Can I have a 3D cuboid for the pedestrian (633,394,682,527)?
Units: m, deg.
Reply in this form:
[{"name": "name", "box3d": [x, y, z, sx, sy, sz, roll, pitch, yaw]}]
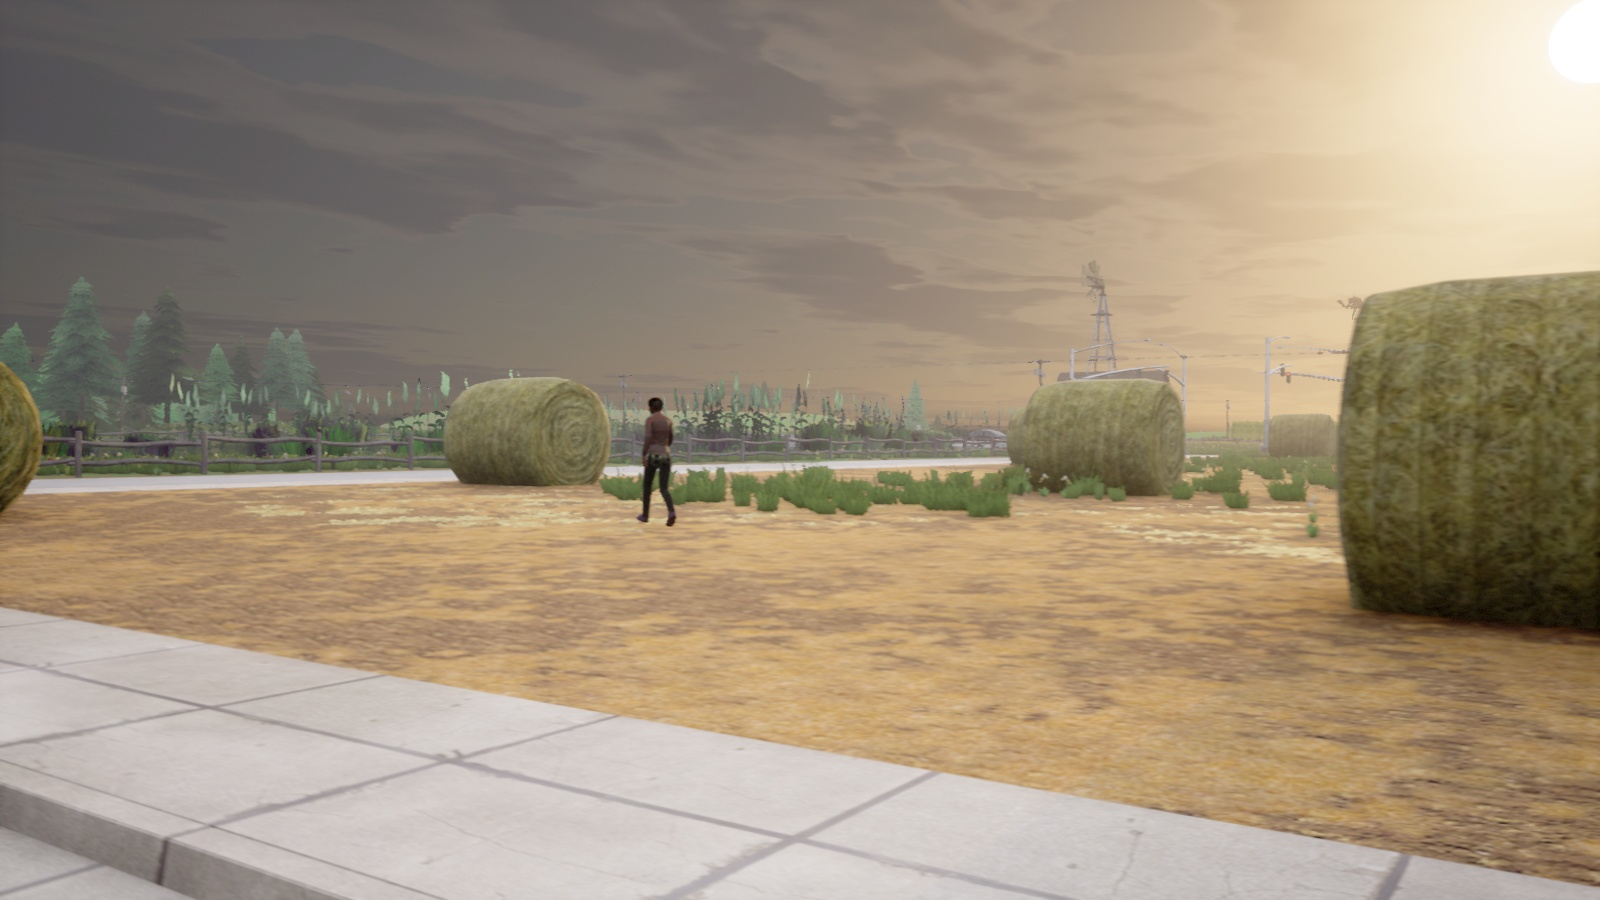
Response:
[{"name": "pedestrian", "box3d": [-1.981, 0.137, 17.396, 0.328, 1.805, 0.869, -1, 1, -31]}]
